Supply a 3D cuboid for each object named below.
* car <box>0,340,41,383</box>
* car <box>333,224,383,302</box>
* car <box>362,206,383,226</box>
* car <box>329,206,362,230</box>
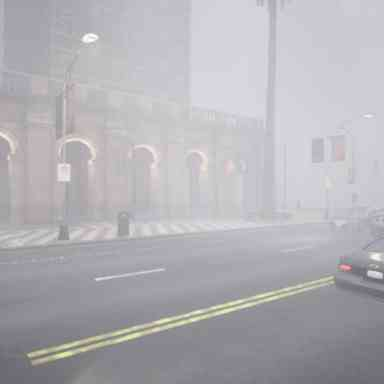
[{"bbox_3d":[-3.410,1.537,1.309,5.357,1.411,2.033,0,0,-36],"label":"car"},{"bbox_3d":[5.444,1.591,7.651,5.357,1.411,2.033,0,0,-36],"label":"car"},{"bbox_3d":[10.794,1.313,15.983,5.566,2.045,2.150,1,0,-35],"label":"car"},{"bbox_3d":[10.129,1.591,19.796,4.902,1.511,2.128,1,0,-35],"label":"car"}]
